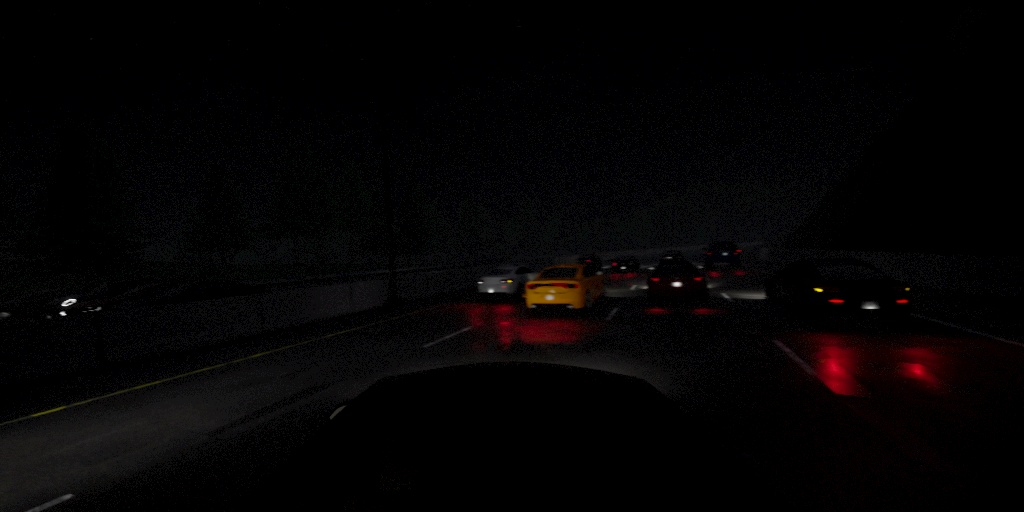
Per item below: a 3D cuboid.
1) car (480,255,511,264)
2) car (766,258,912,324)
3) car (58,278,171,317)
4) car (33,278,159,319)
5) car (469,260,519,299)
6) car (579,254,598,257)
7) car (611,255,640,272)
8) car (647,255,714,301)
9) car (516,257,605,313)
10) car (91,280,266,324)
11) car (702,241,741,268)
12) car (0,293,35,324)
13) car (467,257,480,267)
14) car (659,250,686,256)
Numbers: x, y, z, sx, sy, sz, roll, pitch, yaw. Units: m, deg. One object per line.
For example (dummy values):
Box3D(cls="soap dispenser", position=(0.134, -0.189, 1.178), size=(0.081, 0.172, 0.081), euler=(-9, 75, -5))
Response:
Box3D(cls="car", position=(-2.043, 0.545, 54.085), size=(2.033, 1.411, 5.357), euler=(-3, 1, 29))
Box3D(cls="car", position=(8.205, 0.766, 9.423), size=(1.812, 1.442, 4.674), euler=(-3, 1, 24))
Box3D(cls="car", position=(-15.840, 1.947, 15.998), size=(1.882, 1.535, 5.008), euler=(-3, 1, 24))
Box3D(cls="car", position=(-19.029, 1.979, 17.443), size=(2.097, 1.767, 4.553), euler=(-3, 1, 24))
Box3D(cls="car", position=(0.043, 1.136, 16.964), size=(1.812, 1.442, 4.674), euler=(-3, 1, 23))
Box3D(cls="car", position=(7.066, 0.584, 32.923), size=(2.128, 1.511, 4.902), euler=(-3, 1, 25))
Box3D(cls="car", position=(9.649, 0.579, 30.189), size=(1.895, 1.301, 4.718), euler=(-3, 1, 24))
Box3D(cls="car", position=(6.343, 0.865, 13.912), size=(1.994, 1.385, 4.181), euler=(-3, 1, 23))
Box3D(cls="car", position=(2.098, 1.014, 12.919), size=(1.882, 1.535, 5.008), euler=(-3, 1, 23))
Box3D(cls="car", position=(-12.705, 1.793, 14.440), size=(1.882, 1.535, 5.008), euler=(-3, 1, 24))
Box3D(cls="car", position=(16.368, -0.142, 28.110), size=(2.150, 2.045, 5.566), euler=(-3, 1, 25))
Box3D(cls="car", position=(-22.693, 2.368, 17.767), size=(2.033, 1.411, 5.357), euler=(-3, 1, 23))
Box3D(cls="car", position=(-5.096, 0.870, 55.775), size=(2.128, 1.511, 4.902), euler=(-3, 1, 29))
Box3D(cls="car", position=(13.476, 0.265, 30.129), size=(2.128, 1.511, 4.902), euler=(-3, 1, 25))
